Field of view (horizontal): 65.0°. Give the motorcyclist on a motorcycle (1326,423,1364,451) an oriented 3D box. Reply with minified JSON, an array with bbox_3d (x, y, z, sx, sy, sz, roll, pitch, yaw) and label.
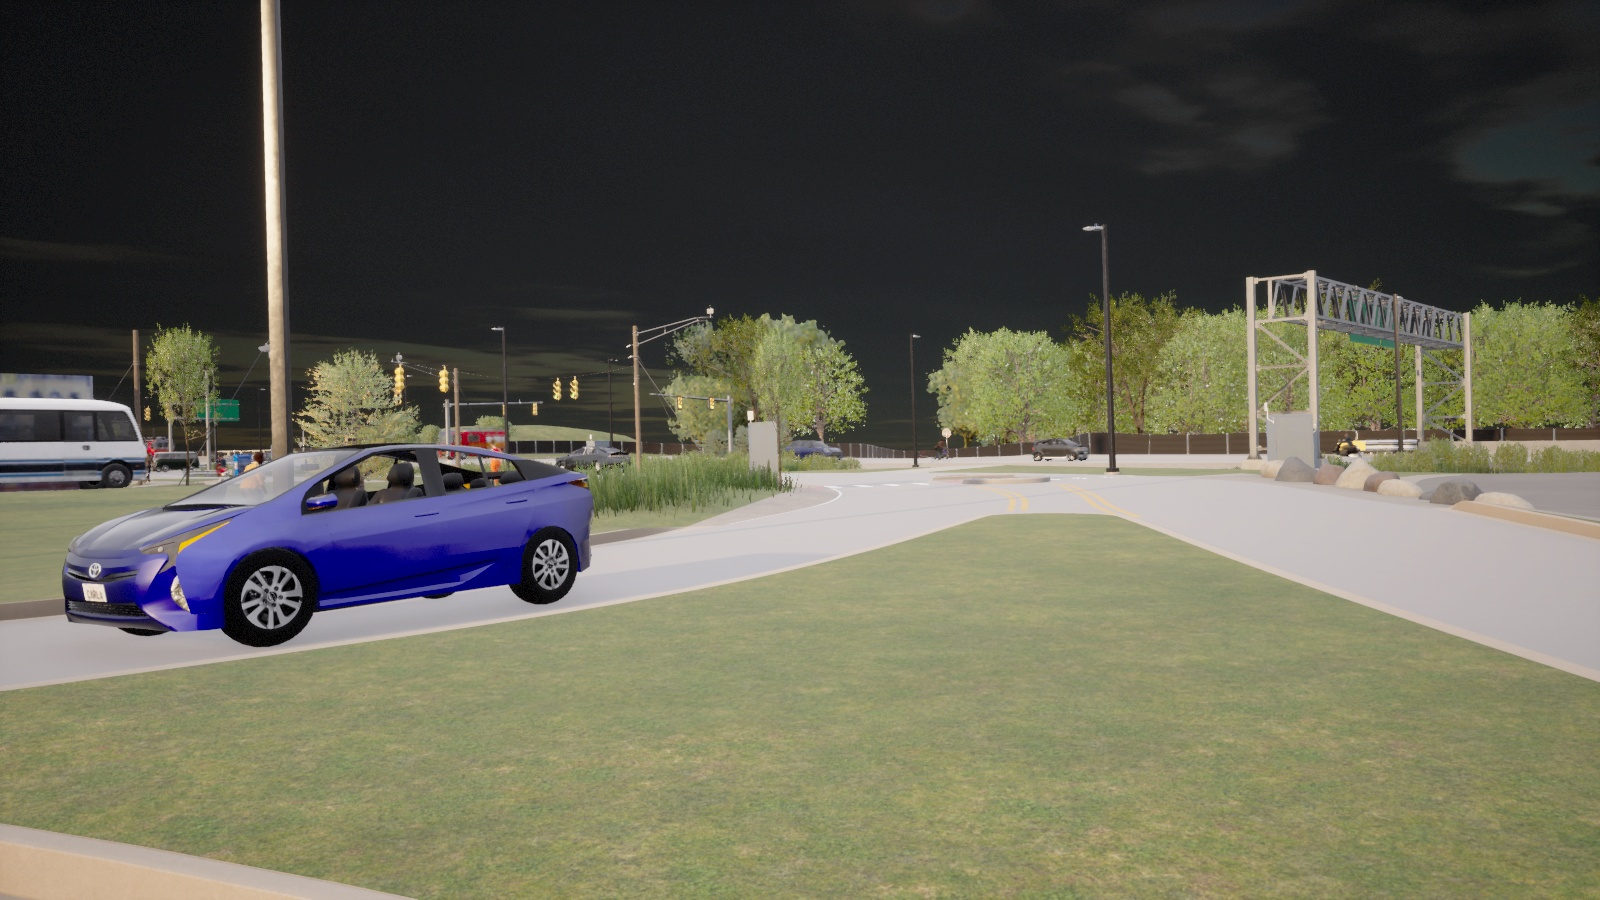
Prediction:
[{"bbox_3d":[32.378,-0.795,74.603,1.817,1.590,0.866,-2,0,41],"label":"motorcyclist on a motorcycle"}]

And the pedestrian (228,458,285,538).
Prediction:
[{"bbox_3d":[-12.927,1.139,29.855,0.874,1.855,0.900,-4,-1,43],"label":"pedestrian"}]

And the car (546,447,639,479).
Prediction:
[{"bbox_3d":[-10.969,0.717,66.253,4.902,1.511,2.128,-2,0,41],"label":"car"}]

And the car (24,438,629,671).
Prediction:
[{"bbox_3d":[-3.810,0.737,10.917,2.007,1.525,4.514,-3,-1,35],"label":"car"}]

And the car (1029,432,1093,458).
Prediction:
[{"bbox_3d":[17.278,-0.317,83.143,3.705,1.549,1.789,-2,0,41],"label":"car"}]

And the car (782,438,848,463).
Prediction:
[{"bbox_3d":[1.074,0.045,92.643,4.553,1.767,2.097,-2,0,41],"label":"car"}]

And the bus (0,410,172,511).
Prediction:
[{"bbox_3d":[-33.937,0.475,55.374,3.944,4.253,10.273,-4,-1,41],"label":"bus"}]
